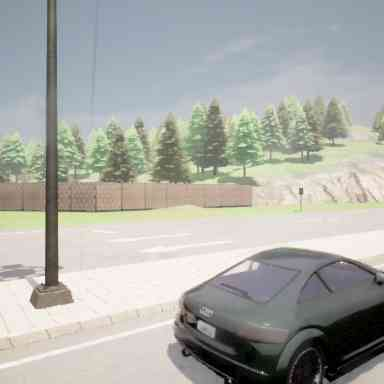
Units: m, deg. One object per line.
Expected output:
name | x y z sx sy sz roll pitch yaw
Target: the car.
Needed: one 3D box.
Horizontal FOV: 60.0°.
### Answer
car | 1.794 1.563 5.029 4.181 1.385 1.994 0 0 -35
